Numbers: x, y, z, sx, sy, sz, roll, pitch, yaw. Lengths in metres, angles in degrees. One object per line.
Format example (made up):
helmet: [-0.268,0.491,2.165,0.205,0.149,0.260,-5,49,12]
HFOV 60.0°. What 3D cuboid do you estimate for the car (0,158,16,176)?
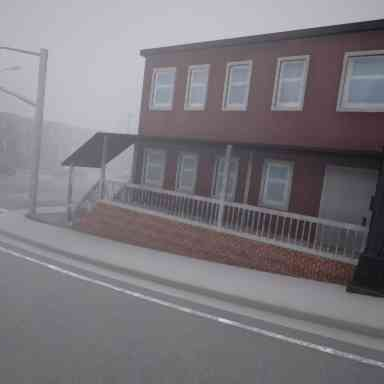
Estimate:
car: [-20.242,-2.653,33.256,2.097,1.767,4.553,10,6,36]

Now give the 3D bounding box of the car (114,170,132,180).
car: [-9.173,-2.469,48.567,1.812,1.442,4.674,10,6,35]

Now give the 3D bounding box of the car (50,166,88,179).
car: [-14.944,-2.474,40.594,1.812,1.442,4.674,10,6,36]
